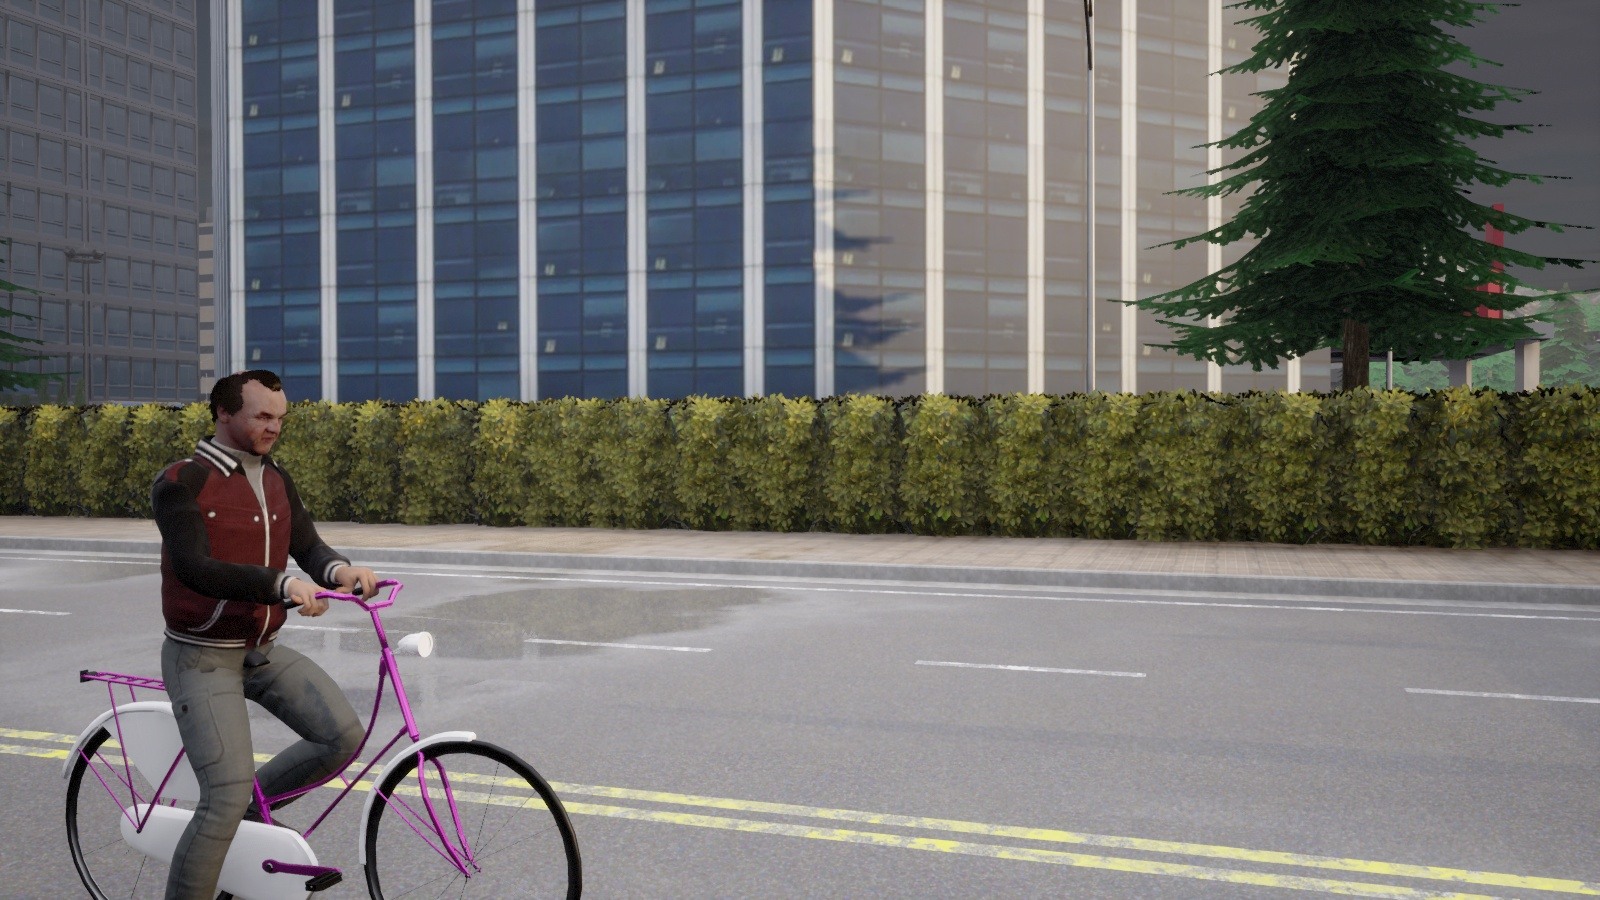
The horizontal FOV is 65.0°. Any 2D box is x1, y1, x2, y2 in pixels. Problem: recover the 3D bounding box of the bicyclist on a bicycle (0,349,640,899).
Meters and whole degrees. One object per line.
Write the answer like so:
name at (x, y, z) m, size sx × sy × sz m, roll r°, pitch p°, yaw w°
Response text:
bicyclist on a bicycle at (-1.451, 0.633, 3.680) m, size 1.843 × 1.776 × 0.659 m, roll 0°, pitch 1°, yaw 19°
